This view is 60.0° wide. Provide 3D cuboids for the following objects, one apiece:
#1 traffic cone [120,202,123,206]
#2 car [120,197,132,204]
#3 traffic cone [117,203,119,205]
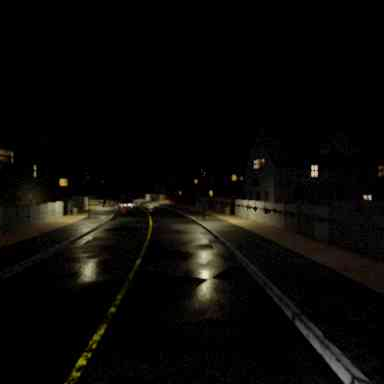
[{"bbox_3d":[-9.201,1.973,44.847,0.340,0.580,0.340,0,0,-13],"label":"traffic cone"},{"bbox_3d":[-12.887,1.637,65.286,1.895,1.301,4.718,-1,0,-19],"label":"car"},{"bbox_3d":[-11.701,1.990,54.407,0.340,0.580,0.340,-1,0,-16],"label":"traffic cone"}]
